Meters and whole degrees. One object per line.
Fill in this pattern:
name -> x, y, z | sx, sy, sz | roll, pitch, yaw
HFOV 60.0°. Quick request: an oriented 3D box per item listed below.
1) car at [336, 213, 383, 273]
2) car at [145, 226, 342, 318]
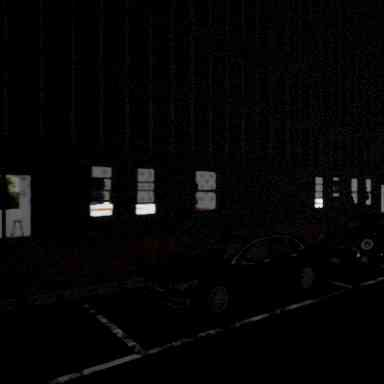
car -> 5.727, 1.435, 10.642 | 4.097, 1.590, 1.967 | 0, 0, -35
car -> 1.091, 1.550, 7.337 | 4.403, 1.369, 2.008 | 0, 0, -35
